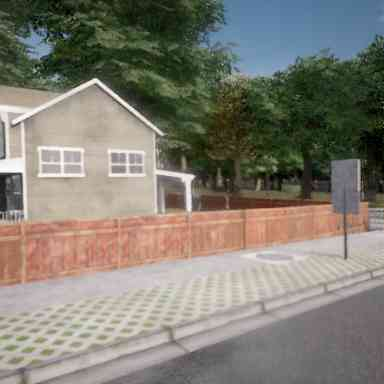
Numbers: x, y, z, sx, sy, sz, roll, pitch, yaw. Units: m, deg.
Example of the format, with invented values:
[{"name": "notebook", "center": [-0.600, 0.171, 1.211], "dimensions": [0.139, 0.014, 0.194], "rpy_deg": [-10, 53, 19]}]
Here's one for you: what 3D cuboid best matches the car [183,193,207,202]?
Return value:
[{"name": "car", "center": [0.056, 0.750, 42.990], "dimensions": [1.895, 1.301, 4.718], "rpy_deg": [-2, 3, -35]}]
